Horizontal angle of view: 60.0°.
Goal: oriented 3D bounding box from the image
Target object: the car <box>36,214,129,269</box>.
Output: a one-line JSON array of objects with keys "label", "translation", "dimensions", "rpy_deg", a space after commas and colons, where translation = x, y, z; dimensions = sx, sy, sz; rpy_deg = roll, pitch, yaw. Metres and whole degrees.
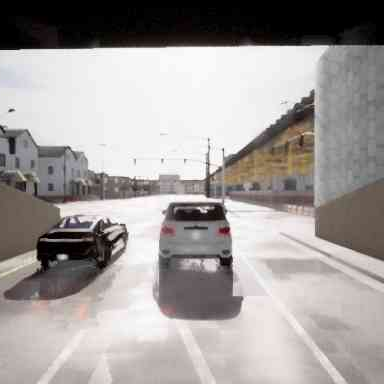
[{"label": "car", "translation": [-3.401, 1.495, 11.166], "dimensions": [2.128, 1.511, 4.902], "rpy_deg": [0, 0, 0]}]

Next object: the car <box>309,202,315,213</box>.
[{"label": "car", "translation": [14.043, 1.462, 34.850], "dimensions": [4.974, 1.542, 2.038], "rpy_deg": [0, 0, -45]}]

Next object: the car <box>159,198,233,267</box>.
[{"label": "car", "translation": [0.099, 1.224, 11.579], "dimensions": [2.150, 2.045, 5.566], "rpy_deg": [0, 0, 0]}]

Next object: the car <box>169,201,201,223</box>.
[{"label": "car", "translation": [-0.668, 1.534, 26.638], "dimensions": [1.812, 1.442, 4.674], "rpy_deg": [0, 0, -10]}]
